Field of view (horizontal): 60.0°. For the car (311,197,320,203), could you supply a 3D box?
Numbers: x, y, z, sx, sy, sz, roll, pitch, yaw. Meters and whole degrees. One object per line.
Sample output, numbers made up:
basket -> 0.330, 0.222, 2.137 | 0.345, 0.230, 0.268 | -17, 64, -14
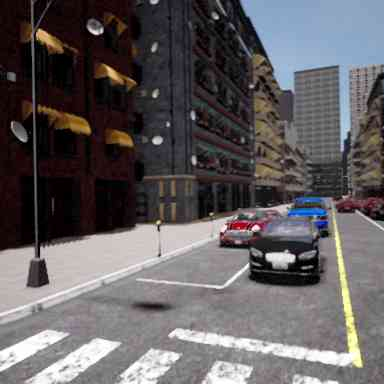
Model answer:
car -> 32.628, 2.059, 87.691 | 1.967, 1.590, 4.097 | -2, -1, 23

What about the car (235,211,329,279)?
car -> 3.132, 1.588, 10.561 | 2.128, 1.511, 4.902 | -1, -1, 23

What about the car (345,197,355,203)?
car -> 37.839, 1.951, 79.711 | 1.752, 1.417, 4.829 | -2, -1, 23

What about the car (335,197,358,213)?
car -> 18.992, 1.711, 40.913 | 1.882, 1.535, 5.008 | -1, -1, 23

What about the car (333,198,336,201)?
car -> 22.942, 1.856, 50.377 | 1.994, 1.385, 4.181 | -1, -1, 22

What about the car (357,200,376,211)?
car -> 22.821, 1.788, 43.705 | 1.802, 1.307, 4.206 | -2, -1, 23

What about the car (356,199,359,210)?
car -> 20.684, 1.725, 38.584 | 2.008, 1.369, 4.403 | -2, -1, 23

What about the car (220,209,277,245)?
car -> 2.719, 1.616, 15.993 | 1.967, 1.590, 4.097 | -2, -1, 23

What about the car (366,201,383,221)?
car -> 16.412, 1.675, 28.342 | 1.947, 1.339, 4.313 | -2, -1, 23

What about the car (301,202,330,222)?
car -> 11.026, 1.707, 29.444 | 2.128, 1.511, 4.902 | -1, -1, 23

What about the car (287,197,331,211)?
car -> 7.011, 1.377, 19.869 | 2.150, 2.045, 5.566 | -1, -1, 23

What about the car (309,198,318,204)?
car -> 28.293, 2.081, 77.290 | 1.752, 1.417, 4.829 | -2, -1, 23

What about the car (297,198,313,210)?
car -> 17.674, 1.841, 51.842 | 1.967, 1.590, 4.097 | -2, -1, 23

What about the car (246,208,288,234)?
car -> 4.860, 1.790, 21.112 | 1.802, 1.307, 4.206 | -2, -1, 23

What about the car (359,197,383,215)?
car -> 18.541, 1.457, 33.468 | 2.192, 1.841, 5.009 | -2, -1, 23
